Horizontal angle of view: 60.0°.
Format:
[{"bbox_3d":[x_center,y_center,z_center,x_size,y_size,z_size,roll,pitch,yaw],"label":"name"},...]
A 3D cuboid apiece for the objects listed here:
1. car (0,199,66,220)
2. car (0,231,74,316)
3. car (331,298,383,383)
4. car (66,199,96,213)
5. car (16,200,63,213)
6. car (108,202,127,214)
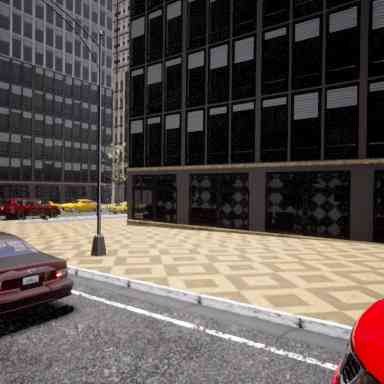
[{"bbox_3d":[-14.401,1.519,29.801,2.192,1.841,5.009,1,0,37],"label":"car"},{"bbox_3d":[-4.797,1.544,7.122,5.357,1.411,2.033,0,0,35],"label":"car"},{"bbox_3d":[3.474,1.222,1.196,5.566,2.045,2.150,0,0,36],"label":"car"},{"bbox_3d":[-13.600,1.668,40.582,1.882,1.535,5.008,1,0,37],"label":"car"},{"bbox_3d":[-17.874,1.642,39.185,1.752,1.417,4.829,1,0,37],"label":"car"},{"bbox_3d":[-7.579,1.830,38.995,1.752,1.417,4.829,1,0,37],"label":"car"}]
